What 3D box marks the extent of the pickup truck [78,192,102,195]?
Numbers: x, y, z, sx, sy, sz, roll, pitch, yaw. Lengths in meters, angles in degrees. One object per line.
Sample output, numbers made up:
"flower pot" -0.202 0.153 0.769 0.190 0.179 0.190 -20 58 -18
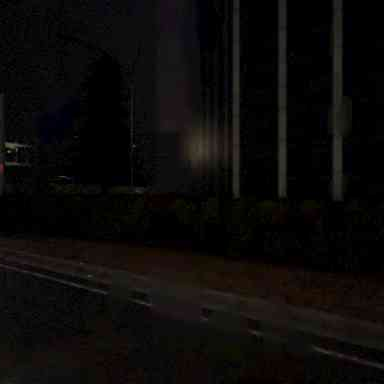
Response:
"pickup truck" -18.750 1.015 64.084 6.274 2.098 2.390 0 0 -24
